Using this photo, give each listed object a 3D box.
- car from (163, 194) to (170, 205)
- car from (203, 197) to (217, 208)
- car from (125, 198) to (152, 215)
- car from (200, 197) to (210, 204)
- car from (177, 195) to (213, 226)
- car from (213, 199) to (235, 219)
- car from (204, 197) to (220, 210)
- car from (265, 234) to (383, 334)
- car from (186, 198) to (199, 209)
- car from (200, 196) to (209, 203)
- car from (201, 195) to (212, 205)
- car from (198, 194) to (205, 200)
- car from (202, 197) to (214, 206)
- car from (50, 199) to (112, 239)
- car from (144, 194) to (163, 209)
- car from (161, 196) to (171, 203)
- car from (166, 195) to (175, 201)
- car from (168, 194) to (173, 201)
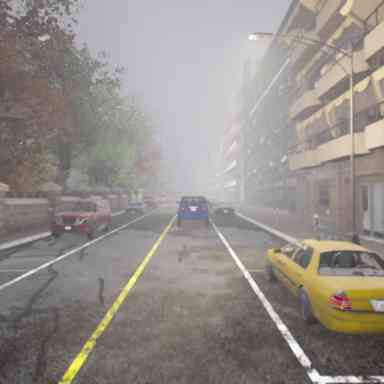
[{"bbox_3d":[-5.717,1.588,61.938,1.887,1.381,4.507,1,0,0],"label":"car"},{"bbox_3d":[2.670,1.580,50.895,1.887,1.381,4.507,1,0,0],"label":"car"},{"bbox_3d":[-5.699,1.590,34.321,1.947,1.339,4.313,1,0,0],"label":"car"},{"bbox_3d":[2.658,1.630,67.467,1.802,1.307,4.206,1,0,0],"label":"car"},{"bbox_3d":[0.079,1.236,23.834,2.150,2.045,5.566,0,0,0],"label":"car"},{"bbox_3d":[2.683,1.586,28.802,1.947,1.339,4.313,1,0,0],"label":"car"},{"bbox_3d":[2.676,1.472,45.373,1.967,1.590,4.097,1,0,0],"label":"car"},{"bbox_3d":[2.699,1.530,6.878,1.752,1.417,4.829,1,0,0],"label":"car"},{"bbox_3d":[0.070,1.558,46.256,1.812,1.442,4.674,0,0,0],"label":"car"},{"bbox_3d":[2.655,1.577,73.160,1.752,1.417,4.829,1,0,0],"label":"car"},{"bbox_3d":[2.664,1.484,61.944,1.967,1.590,4.097,1,0,0],"label":"car"},{"bbox_3d":[2.612,1.509,95.083,1.967,1.590,4.097,1,0,0],"label":"car"},{"bbox_3d":[2.666,1.565,56.590,1.752,1.417,4.829,1,0,0],"label":"car"},{"bbox_3d":[-5.684,1.328,17.751,2.192,1.841,5.009,1,0,0],"label":"car"},{"bbox_3d":[-5.702,1.347,45.368,2.192,1.841,5.009,1,0,0],"label":"car"},{"bbox_3d":[-5.725,1.596,72.985,1.887,1.381,4.507,1,0,0],"label":"car"},{"bbox_3d":[-5.719,1.631,89.555,1.947,1.339,4.313,1,0,0],"label":"car"},{"bbox_3d":[-5.717,1.363,67.461,2.192,1.841,5.009,1,0,0],"label":"car"}]
